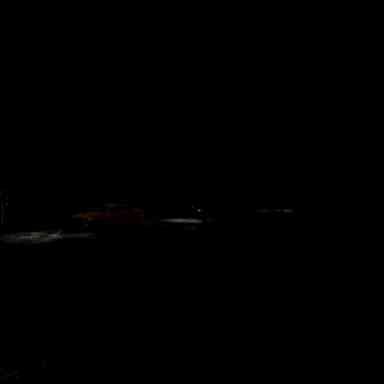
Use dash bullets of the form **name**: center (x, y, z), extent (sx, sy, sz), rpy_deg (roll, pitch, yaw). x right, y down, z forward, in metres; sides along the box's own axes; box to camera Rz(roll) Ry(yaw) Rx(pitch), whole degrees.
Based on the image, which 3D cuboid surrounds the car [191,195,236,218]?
- **car**: center (2.175, 1.289, 31.703), extent (2.150, 2.045, 5.566), rpy_deg (0, 0, 35)

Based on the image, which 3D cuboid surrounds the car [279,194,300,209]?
- **car**: center (13.649, 1.347, 47.679), extent (2.150, 2.045, 5.566), rpy_deg (0, 0, 36)

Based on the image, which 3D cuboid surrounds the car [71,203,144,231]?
- **car**: center (-5.272, 1.507, 21.246), extent (1.882, 1.535, 5.008), rpy_deg (0, 0, 35)
